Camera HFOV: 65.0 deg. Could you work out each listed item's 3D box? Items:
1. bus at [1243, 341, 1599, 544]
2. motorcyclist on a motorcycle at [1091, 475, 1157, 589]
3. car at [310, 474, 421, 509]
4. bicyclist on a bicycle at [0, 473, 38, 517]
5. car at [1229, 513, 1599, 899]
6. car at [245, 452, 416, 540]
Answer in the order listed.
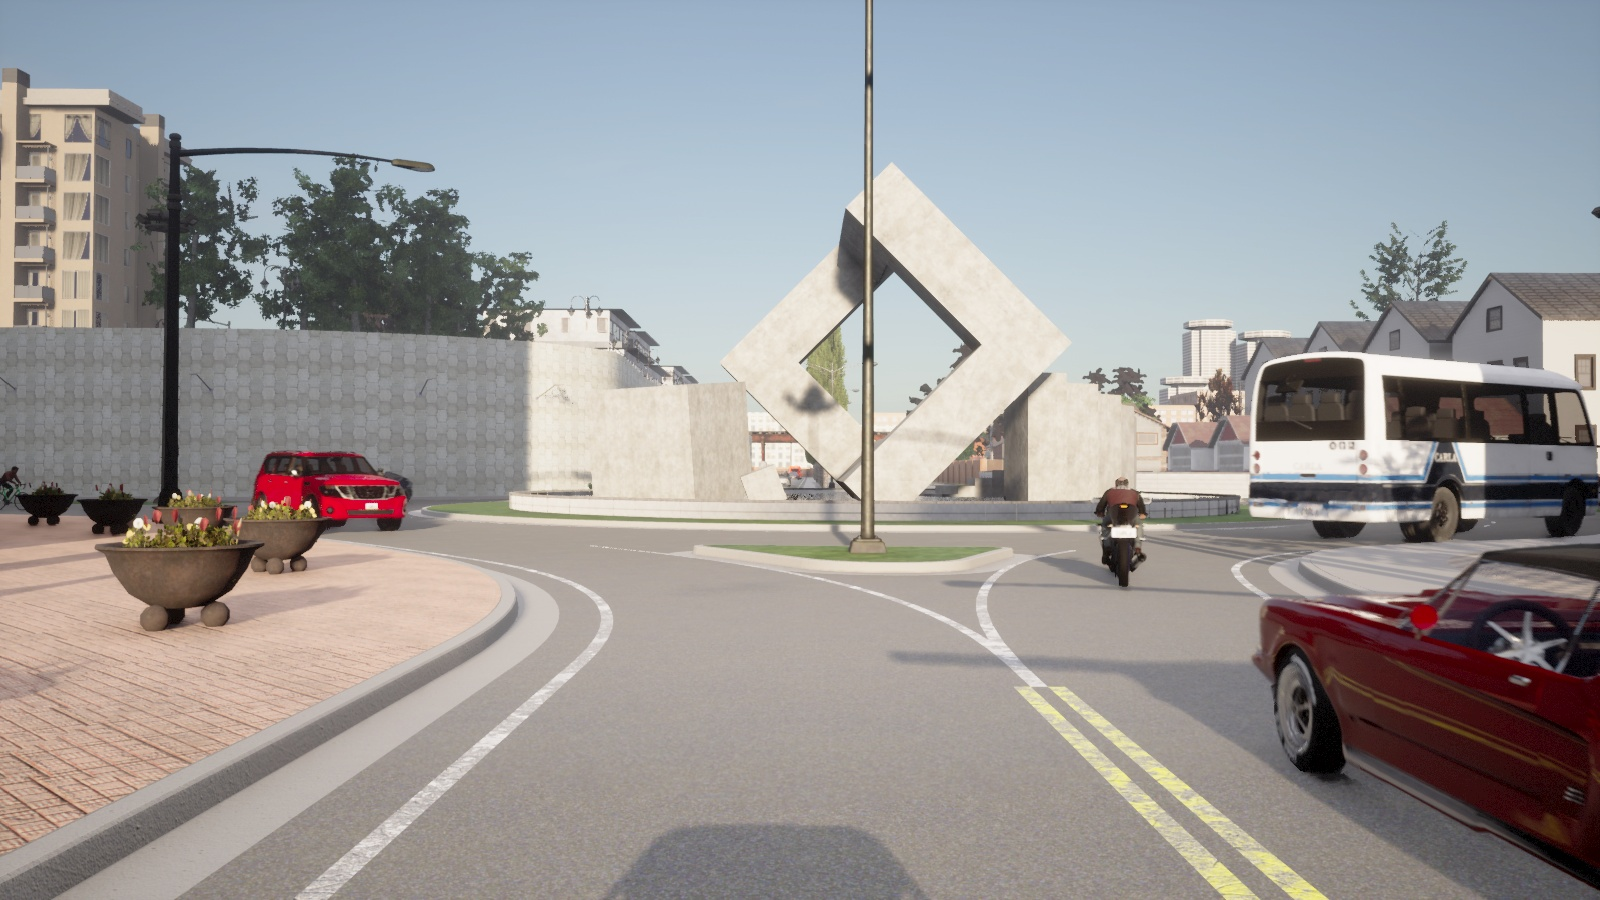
[{"bbox_3d":[15.866,-0.109,30.843,10.273,4.253,3.944,0,-1,-33],"label":"bus"},{"bbox_3d":[4.679,1.136,18.232,0.866,1.530,2.191,0,-1,13],"label":"motorcyclist on a motorcycle"},{"bbox_3d":[-19.460,1.838,56.469,2.163,1.488,4.792,-1,-1,20],"label":"car"},{"bbox_3d":[-29.091,1.660,46.309,1.656,1.620,0.582,0,-1,7],"label":"bicyclist on a bicycle"},{"bbox_3d":[3.496,0.986,5.072,1.895,1.301,4.718,0,-1,0],"label":"car"},{"bbox_3d":[-12.101,1.120,32.119,2.150,2.045,5.566,1,-1,-43],"label":"car"}]
